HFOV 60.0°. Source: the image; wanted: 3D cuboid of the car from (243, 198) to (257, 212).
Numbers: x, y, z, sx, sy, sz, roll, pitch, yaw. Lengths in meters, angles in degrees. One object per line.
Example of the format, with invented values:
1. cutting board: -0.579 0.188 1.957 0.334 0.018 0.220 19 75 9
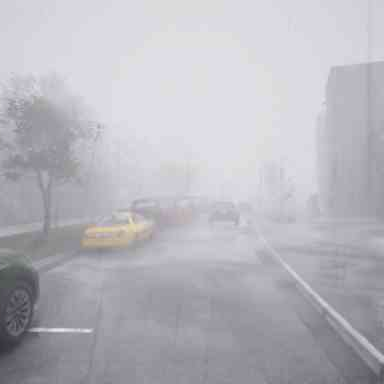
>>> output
1. car: 6.745 1.840 42.511 1.994 1.385 4.181 -1 -1 17

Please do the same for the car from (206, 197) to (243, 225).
1. car: 2.540 1.450 25.071 2.097 1.767 4.553 0 -1 10

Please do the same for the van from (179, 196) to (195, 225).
1. van: -1.366 1.373 25.432 1.878 1.987 4.442 -2 0 11

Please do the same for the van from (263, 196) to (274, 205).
1. van: 16.844 1.986 76.707 1.878 1.987 4.442 -2 0 24

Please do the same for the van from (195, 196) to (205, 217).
1. van: -0.297 1.424 30.920 1.878 1.987 4.442 -2 0 11

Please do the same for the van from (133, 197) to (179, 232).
1. van: -2.246 1.330 19.908 1.878 1.987 4.442 -2 0 6

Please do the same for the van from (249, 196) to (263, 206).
1. van: 12.493 1.887 67.757 1.878 1.987 4.442 -2 0 24

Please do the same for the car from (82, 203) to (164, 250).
1. car: -2.887 1.518 14.426 1.946 1.575 5.366 -2 0 7

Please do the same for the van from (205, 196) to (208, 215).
1. van: 0.948 1.483 36.360 1.878 1.987 4.442 -2 0 12

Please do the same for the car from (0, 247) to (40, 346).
1. car: -3.628 1.229 3.112 2.435 2.045 5.566 -2 0 1

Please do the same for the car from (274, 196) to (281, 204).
1. car: 19.783 2.304 82.516 2.163 1.488 4.792 -2 0 25
